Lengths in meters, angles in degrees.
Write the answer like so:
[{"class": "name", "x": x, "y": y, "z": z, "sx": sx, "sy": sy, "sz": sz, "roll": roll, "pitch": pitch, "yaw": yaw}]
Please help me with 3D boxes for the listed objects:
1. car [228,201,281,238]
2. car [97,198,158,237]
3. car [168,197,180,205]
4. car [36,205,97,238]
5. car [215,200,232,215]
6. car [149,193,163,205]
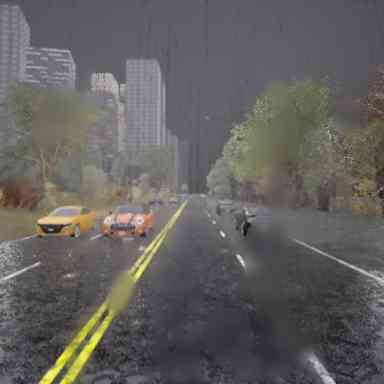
[{"class": "car", "x": 3.420, "y": 1.499, "z": 18.034, "sx": 2.128, "sy": 1.511, "sz": 4.902, "roll": 1, "pitch": 0, "yaw": 0}, {"class": "car", "x": -3.306, "y": 1.382, "z": 18.023, "sx": 2.097, "sy": 1.767, "sz": 4.553, "roll": 0, "pitch": 0, "yaw": 0}, {"class": "car", "x": -3.160, "y": 1.640, "z": 59.972, "sx": 1.994, "sy": 1.385, "sz": 4.181, "roll": 0, "pitch": 0, "yaw": 1}, {"class": "car", "x": -6.556, "y": 1.497, "z": 17.961, "sx": 1.882, "sy": 1.535, "sz": 5.008, "roll": 0, "pitch": 0, "yaw": 0}, {"class": "car", "x": 3.426, "y": 1.559, "z": 34.323, "sx": 2.128, "sy": 1.511, "sz": 4.902, "roll": -1, "pitch": 0, "yaw": 0}, {"class": "car", "x": -6.404, "y": 1.288, "z": 59.924, "sx": 2.150, "sy": 2.045, "sz": 5.566, "roll": 0, "pitch": 0, "yaw": 1}]
